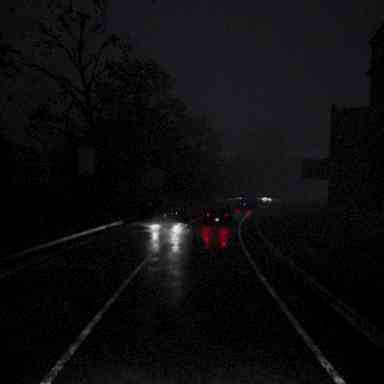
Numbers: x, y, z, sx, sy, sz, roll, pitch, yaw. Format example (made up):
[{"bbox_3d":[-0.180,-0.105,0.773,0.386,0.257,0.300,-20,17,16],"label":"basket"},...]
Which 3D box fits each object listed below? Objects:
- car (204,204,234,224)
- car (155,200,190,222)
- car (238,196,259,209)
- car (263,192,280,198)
[{"bbox_3d":[2.131,1.564,24.741,1.895,1.301,4.718,1,1,11],"label":"car"},{"bbox_3d":[-1.404,1.391,25.762,1.837,1.490,4.892,1,1,12],"label":"car"},{"bbox_3d":[6.974,1.201,40.990,1.812,1.442,4.674,2,2,21],"label":"car"},{"bbox_3d":[15.084,0.430,63.227,1.994,1.385,4.181,4,4,36],"label":"car"}]
